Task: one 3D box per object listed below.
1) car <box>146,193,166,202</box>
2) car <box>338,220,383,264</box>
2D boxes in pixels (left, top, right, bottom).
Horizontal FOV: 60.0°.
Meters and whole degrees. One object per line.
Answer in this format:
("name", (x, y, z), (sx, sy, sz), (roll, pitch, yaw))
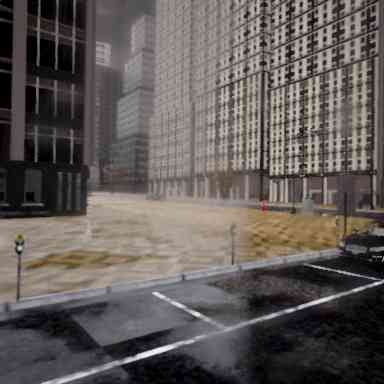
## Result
("car", (-6.337, 0.905, 58.503), (2.128, 1.511, 4.902), (1, 0, -35))
("car", (6.851, 1.665, 11.593), (4.403, 1.369, 2.008), (1, 0, -35))
